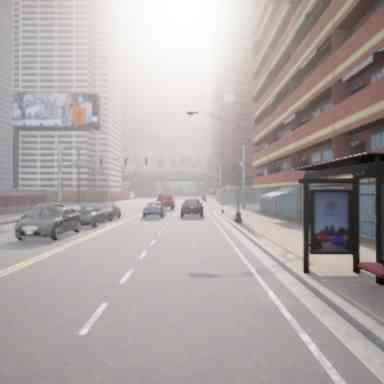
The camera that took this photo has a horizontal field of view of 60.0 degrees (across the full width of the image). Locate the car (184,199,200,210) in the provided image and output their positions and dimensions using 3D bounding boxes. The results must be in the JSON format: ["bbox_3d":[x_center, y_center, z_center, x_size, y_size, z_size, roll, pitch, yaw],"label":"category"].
[{"bbox_3d":[0.050,1.600,44.175,1.994,1.385,4.181,0,0,1],"label":"car"}]

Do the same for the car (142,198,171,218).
[{"bbox_3d":[-3.405,1.572,30.731,2.033,1.411,5.357,0,0,0],"label":"car"}]

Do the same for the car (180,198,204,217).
[{"bbox_3d":[0.014,1.376,31.641,2.097,1.767,4.553,0,0,0],"label":"car"}]

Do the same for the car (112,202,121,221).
[{"bbox_3d":[-7.027,1.548,27.168,1.812,1.442,4.674,0,0,1],"label":"car"}]

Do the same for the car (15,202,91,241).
[{"bbox_3d":[-7.085,1.505,16.944,2.128,1.511,4.902,0,0,0],"label":"car"}]

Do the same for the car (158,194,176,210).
[{"bbox_3d":[-3.414,1.258,44.164,2.150,2.045,5.566,0,0,0],"label":"car"}]

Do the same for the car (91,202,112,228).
[{"bbox_3d":[-7.002,1.590,22.239,1.994,1.385,4.181,0,0,0],"label":"car"}]
